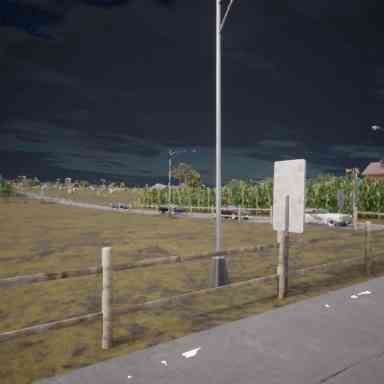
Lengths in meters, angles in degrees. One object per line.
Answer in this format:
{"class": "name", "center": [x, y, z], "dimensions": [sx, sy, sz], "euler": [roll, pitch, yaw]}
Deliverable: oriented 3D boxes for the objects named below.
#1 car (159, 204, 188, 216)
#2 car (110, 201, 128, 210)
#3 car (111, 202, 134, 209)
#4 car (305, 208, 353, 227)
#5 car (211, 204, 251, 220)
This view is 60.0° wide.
{"class": "car", "center": [-2.411, 2.227, 42.681], "dimensions": [1.882, 1.535, 5.008], "euler": [3, -2, -35]}
{"class": "car", "center": [-14.162, 2.595, 64.238], "dimensions": [1.994, 1.385, 4.181], "euler": [3, -1, -35]}
{"class": "car", "center": [-11.226, 2.172, 55.224], "dimensions": [2.128, 1.511, 4.902], "euler": [3, -2, -35]}
{"class": "car", "center": [9.787, 1.919, 25.613], "dimensions": [1.895, 1.301, 4.718], "euler": [3, -3, -37]}
{"class": "car", "center": [3.878, 2.037, 33.841], "dimensions": [1.837, 1.490, 4.892], "euler": [3, -3, -36]}
